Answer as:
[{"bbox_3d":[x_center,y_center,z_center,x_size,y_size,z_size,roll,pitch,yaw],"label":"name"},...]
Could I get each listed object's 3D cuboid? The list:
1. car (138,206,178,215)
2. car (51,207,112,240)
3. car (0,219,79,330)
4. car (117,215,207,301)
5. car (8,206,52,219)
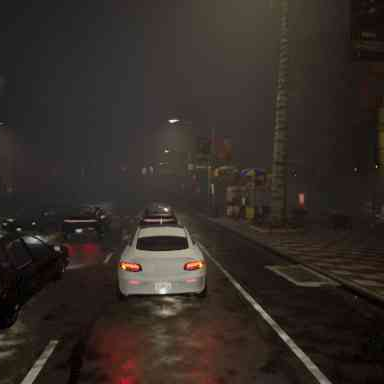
[{"bbox_3d":[-1.765,1.491,17.367,2.128,1.511,4.902,0,0,-7],"label":"car"},{"bbox_3d":[-5.248,1.491,17.007,2.128,1.511,4.902,0,0,-7],"label":"car"},{"bbox_3d":[-4.010,1.547,6.733,2.033,1.411,5.357,0,0,-6],"label":"car"},{"bbox_3d":[-0.745,1.525,8.265,1.812,1.442,4.674,0,0,-6],"label":"car"},{"bbox_3d":[-9.198,1.546,19.714,2.033,1.411,5.357,0,0,-7],"label":"car"}]
